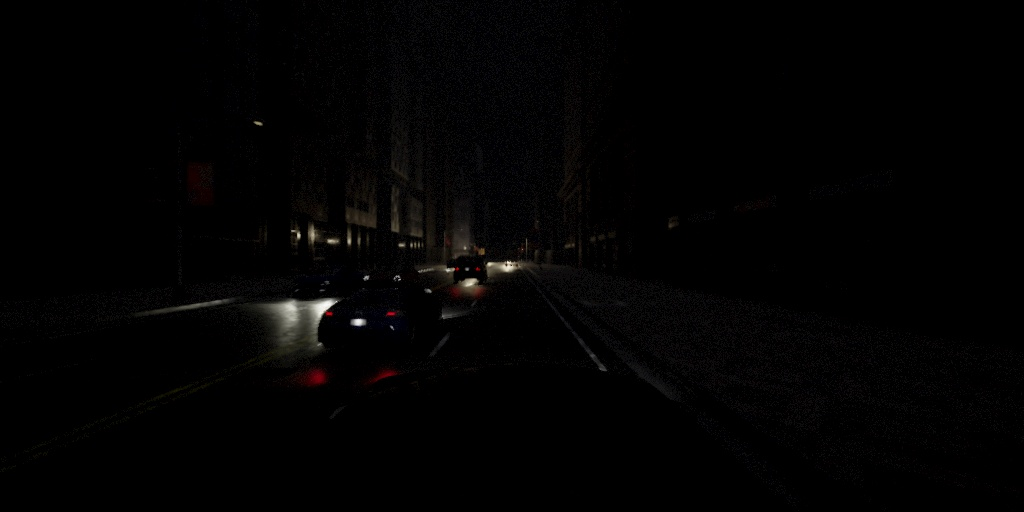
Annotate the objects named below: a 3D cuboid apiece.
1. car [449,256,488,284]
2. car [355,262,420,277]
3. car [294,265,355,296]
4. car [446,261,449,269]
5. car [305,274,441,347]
[{"bbox_3d":[-3.149,1.041,27.819,2.150,2.045,5.566,0,0,0],"label":"car"},{"bbox_3d":[-6.598,1.149,20.036,2.097,1.767,4.553,0,0,0],"label":"car"},{"bbox_3d":[-9.849,1.274,19.728,1.882,1.535,5.008,0,0,0],"label":"car"},{"bbox_3d":[-9.788,1.271,60.600,2.097,1.767,4.553,0,0,1],"label":"car"},{"bbox_3d":[-3.152,1.333,9.367,1.994,1.385,4.181,0,0,0],"label":"car"}]
